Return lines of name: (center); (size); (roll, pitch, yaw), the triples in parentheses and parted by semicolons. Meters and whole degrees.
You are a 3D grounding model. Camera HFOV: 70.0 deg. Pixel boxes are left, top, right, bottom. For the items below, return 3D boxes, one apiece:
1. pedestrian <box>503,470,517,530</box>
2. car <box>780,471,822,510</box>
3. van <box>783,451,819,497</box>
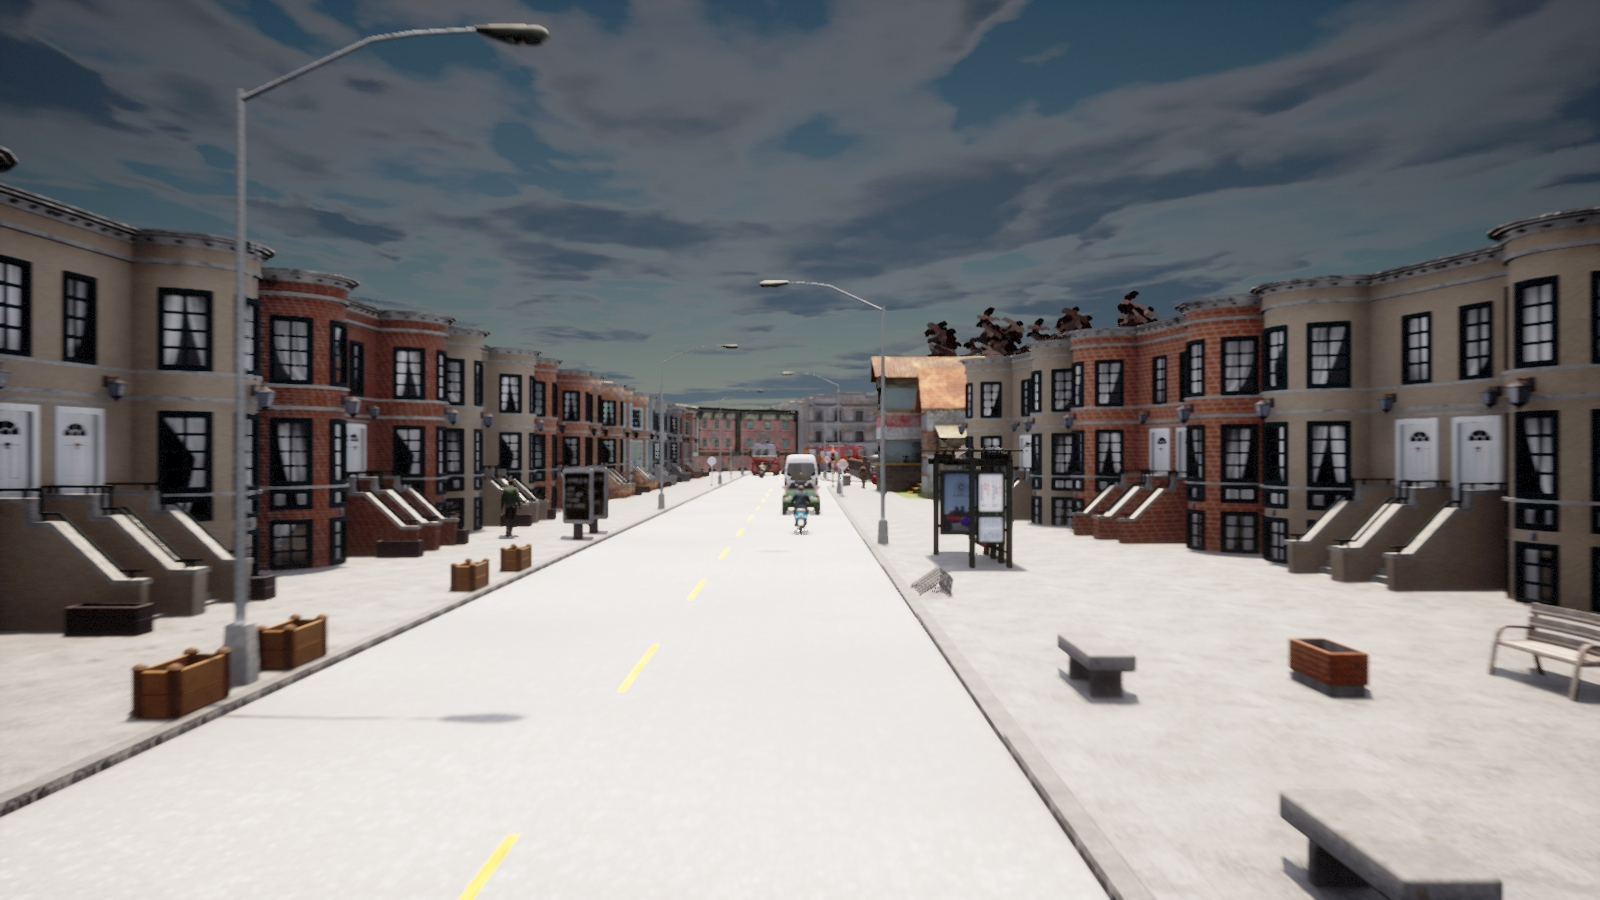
pedestrian: (-9.031, 1.550, 35.572); (0.375, 1.860, 0.375); (0, 0, -6)
car: (0.046, 1.816, 52.195); (1.851, 1.617, 3.988); (0, 0, 0)
van: (0.059, 1.361, 67.176); (1.988, 2.561, 5.915); (0, 0, 0)
